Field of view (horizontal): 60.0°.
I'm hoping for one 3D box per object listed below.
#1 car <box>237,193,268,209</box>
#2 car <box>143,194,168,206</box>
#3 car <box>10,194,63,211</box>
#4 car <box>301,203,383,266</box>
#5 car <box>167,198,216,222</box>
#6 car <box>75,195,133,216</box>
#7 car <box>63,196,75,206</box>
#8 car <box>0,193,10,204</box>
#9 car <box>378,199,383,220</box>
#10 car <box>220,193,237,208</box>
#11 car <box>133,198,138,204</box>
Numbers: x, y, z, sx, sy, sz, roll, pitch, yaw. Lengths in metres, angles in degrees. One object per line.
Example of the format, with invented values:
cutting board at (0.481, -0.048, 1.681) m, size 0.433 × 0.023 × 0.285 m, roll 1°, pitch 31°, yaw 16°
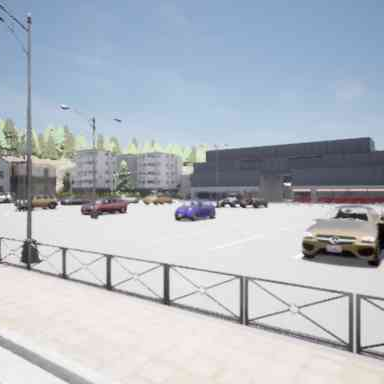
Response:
car at (7.900, 1.108, 41.888) m, size 1.932 × 1.855 × 4.605 m, roll 0°, pitch 0°, yaw 35°
car at (-5.189, 1.187, 50.568) m, size 2.152 × 1.636 × 5.027 m, roll 0°, pitch 0°, yaw 35°
car at (-17.742, 1.143, 38.139) m, size 1.932 × 1.855 × 4.605 m, roll 0°, pitch 0°, yaw 35°
car at (5.493, 1.328, 11.544) m, size 2.152 × 1.636 × 5.027 m, roll 0°, pitch 0°, yaw 35°
car at (0.203, 1.332, 24.629) m, size 1.845 × 1.501 × 3.633 m, roll 0°, pitch 0°, yaw 35°
car at (-7.953, 1.325, 30.403) m, size 2.007 × 1.523 × 4.514 m, roll 0°, pitch 0°, yaw 35°
car at (-17.675, 1.350, 50.321) m, size 2.007 × 1.523 × 4.514 m, roll 0°, pitch 0°, yaw 35°
car at (-34.818, 1.113, 58.847) m, size 2.150 × 2.045 × 5.566 m, roll 0°, pitch 0°, yaw 35°
car at (16.334, 1.374, 26.740) m, size 1.970 × 1.475 × 3.806 m, roll 0°, pitch 0°, yaw 35°
car at (5.285, 1.092, 43.220) m, size 1.905 × 1.878 × 3.866 m, roll 0°, pitch 0°, yaw 35°
car at (-10.628, 1.276, 53.988) m, size 1.970 × 1.475 × 3.806 m, roll 0°, pitch 0°, yaw 35°
